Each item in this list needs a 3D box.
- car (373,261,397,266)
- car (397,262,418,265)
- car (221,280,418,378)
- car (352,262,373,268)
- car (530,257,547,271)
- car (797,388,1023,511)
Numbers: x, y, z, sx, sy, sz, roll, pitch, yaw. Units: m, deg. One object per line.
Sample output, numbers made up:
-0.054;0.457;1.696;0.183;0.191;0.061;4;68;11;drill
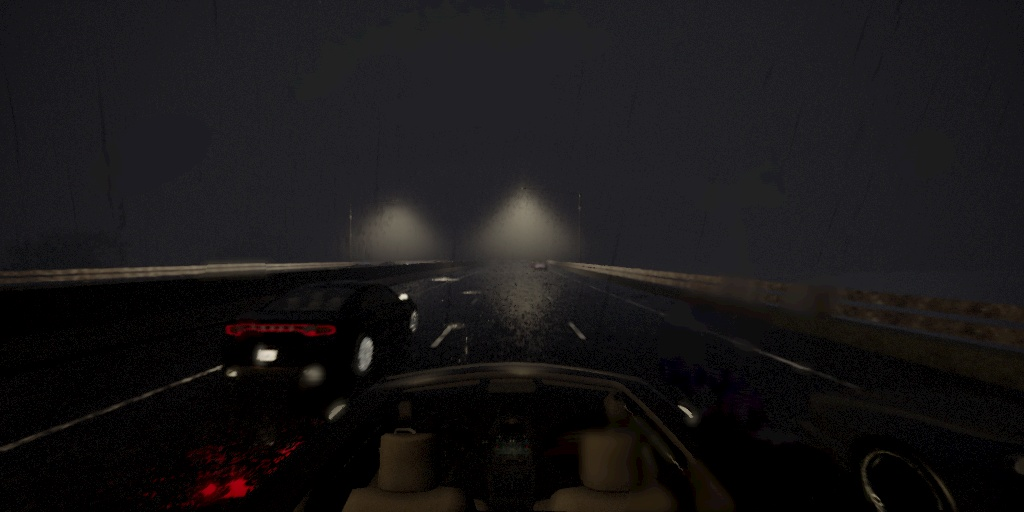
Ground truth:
-16.940;1.433;49.375;1.812;1.442;4.674;0;0;2;car
-13.466;1.471;48.453;1.994;1.385;4.181;0;0;2;car
-3.391;1.239;7.460;1.882;1.535;5.008;0;0;0;car
-20.434;1.467;49.510;1.994;1.385;4.181;0;0;2;car
4.240;1.393;53.888;2.033;1.649;4.856;0;0;2;car
3.603;1.301;0.861;2.033;1.411;5.357;0;0;0;car
